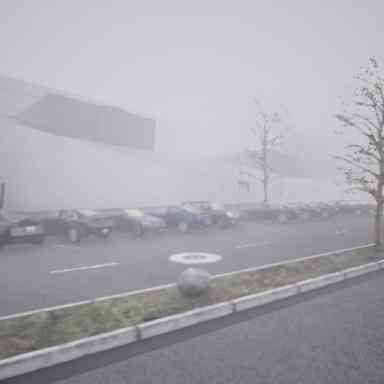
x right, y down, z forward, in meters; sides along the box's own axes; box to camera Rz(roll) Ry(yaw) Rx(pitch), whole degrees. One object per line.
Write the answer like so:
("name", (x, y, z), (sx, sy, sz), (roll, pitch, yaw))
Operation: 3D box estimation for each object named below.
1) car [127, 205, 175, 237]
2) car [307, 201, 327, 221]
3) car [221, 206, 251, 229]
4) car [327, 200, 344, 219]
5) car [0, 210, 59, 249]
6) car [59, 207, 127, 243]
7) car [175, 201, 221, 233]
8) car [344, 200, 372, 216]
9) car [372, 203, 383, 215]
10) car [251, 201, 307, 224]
("car", (-3.514, 1.544, 17.935), (4.674, 1.452, 2.002), (-1, -1, 33))
("car", (8.024, 1.521, 27.144), (4.892, 1.521, 2.231), (-1, 0, 30))
("car", (1.124, 1.382, 21.573), (4.553, 1.767, 2.185), (-1, -1, 32))
("car", (10.284, 1.529, 29.054), (4.892, 1.521, 2.231), (-1, 0, 30))
("car", (-8.276, 1.536, 14.411), (4.792, 1.488, 2.163), (-1, -1, 34))
("car", (-5.869, 1.505, 16.146), (4.892, 1.521, 2.231), (-1, 0, 34))
("car", (-1.170, 1.504, 19.727), (5.008, 1.535, 2.097), (-1, 0, 33))
("car", (14.745, 1.549, 32.936), (5.008, 1.535, 2.097), (0, -1, 29))
("car", (16.974, 1.564, 34.887), (5.008, 1.535, 2.097), (0, -1, 29))
("car", (5.750, 1.516, 25.256), (4.892, 1.521, 2.231), (-1, 0, 31))
